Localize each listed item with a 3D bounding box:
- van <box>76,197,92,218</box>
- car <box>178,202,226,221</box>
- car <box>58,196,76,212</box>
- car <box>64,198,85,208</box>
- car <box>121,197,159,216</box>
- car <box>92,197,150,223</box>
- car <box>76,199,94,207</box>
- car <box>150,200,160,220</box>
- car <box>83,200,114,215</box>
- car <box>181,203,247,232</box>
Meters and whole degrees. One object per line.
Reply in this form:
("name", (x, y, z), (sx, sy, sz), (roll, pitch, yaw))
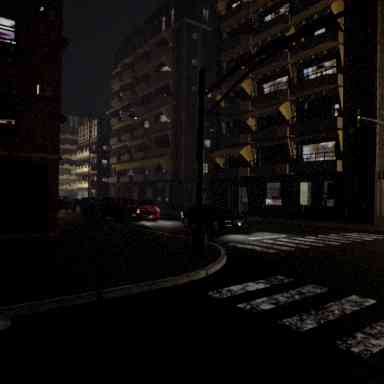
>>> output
("van", (-8.766, 1.354, 29.990), (1.690, 1.788, 3.998), (1, -1, -35))
("car", (0.785, 1.686, 30.130), (1.752, 1.417, 4.829), (1, -1, -35))
("car", (-15.209, 1.368, 39.091), (2.192, 1.841, 5.009), (1, -1, -35))
("car", (-19.068, 1.701, 53.892), (1.882, 1.535, 5.008), (1, -1, -35))
("car", (-5.518, 1.486, 34.776), (2.097, 1.767, 4.553), (1, -1, -35))
("car", (-5.543, 1.310, 25.439), (2.192, 1.841, 5.009), (1, -1, -35))
("car", (-18.448, 1.867, 57.293), (1.802, 1.307, 4.206), (1, -1, -35))
("car", (-4.540, 1.404, 28.296), (2.097, 1.767, 4.553), (1, -1, -35))
("car", (-10.250, 1.650, 36.360), (1.994, 1.385, 4.181), (1, -1, -35))
("car", (1.190, 1.527, 20.251), (1.837, 1.490, 4.892), (1, -1, -36))
